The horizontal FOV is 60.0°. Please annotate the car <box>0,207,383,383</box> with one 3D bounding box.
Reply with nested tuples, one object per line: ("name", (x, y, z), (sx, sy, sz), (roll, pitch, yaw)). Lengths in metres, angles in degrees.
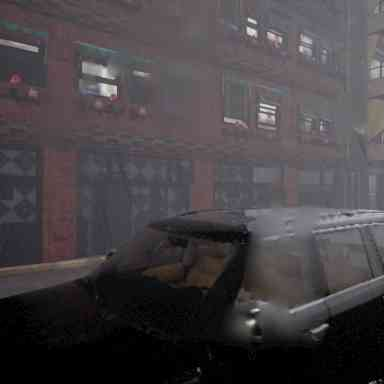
("car", (0.409, 1.222, 3.363), (5.566, 2.045, 2.150), (0, 0, -36))
